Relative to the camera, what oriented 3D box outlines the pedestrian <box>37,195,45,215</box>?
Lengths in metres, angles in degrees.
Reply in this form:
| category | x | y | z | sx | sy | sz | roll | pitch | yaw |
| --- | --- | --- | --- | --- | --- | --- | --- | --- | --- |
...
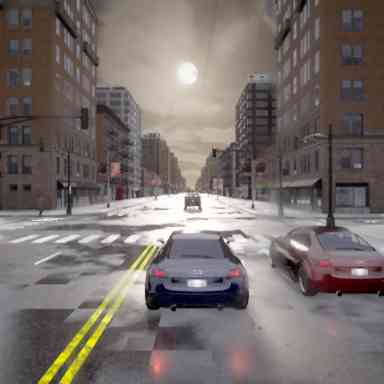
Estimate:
| category | x | y | z | sx | sy | sz | roll | pitch | yaw |
| --- | --- | --- | --- | --- | --- | --- | --- | --- | --- |
| pedestrian | -14.138 | 1.152 | 31.123 | 0.375 | 1.860 | 0.375 | 0 | 0 | 0 |

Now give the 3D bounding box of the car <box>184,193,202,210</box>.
| category | x | y | z | sx | sy | sz | roll | pitch | yaw |
| --- | --- | --- | --- | --- | --- | --- | --- | --- | --- |
| car | 0.106 | 1.194 | 43.266 | 2.150 | 2.045 | 5.566 | 0 | 0 | 0 |

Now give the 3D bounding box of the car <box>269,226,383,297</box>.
| category | x | y | z | sx | sy | sz | roll | pitch | yaw |
| --- | --- | --- | --- | --- | --- | --- | --- | --- | --- |
| car | 3.339 | 1.559 | 8.616 | 1.994 | 1.385 | 4.181 | 0 | 0 | 0 |

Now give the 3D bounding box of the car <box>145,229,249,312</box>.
| category | x | y | z | sx | sy | sz | roll | pitch | yaw |
| --- | --- | --- | --- | --- | --- | --- | --- | --- | --- |
| car | 0.089 | 1.560 | 7.798 | 1.994 | 1.385 | 4.181 | 0 | 0 | 0 |
